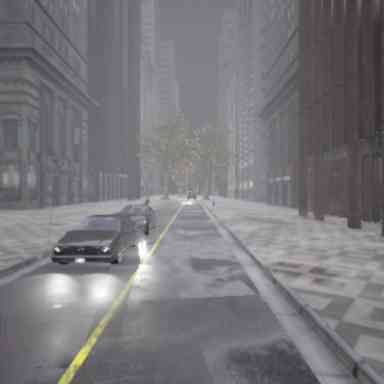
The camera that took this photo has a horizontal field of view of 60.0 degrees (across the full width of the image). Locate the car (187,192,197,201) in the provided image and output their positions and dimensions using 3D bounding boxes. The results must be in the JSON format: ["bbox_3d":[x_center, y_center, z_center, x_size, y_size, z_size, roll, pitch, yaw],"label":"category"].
[{"bbox_3d":[0.001,0.972,78.810,2.150,2.045,5.566,0,0,0],"label":"car"}]

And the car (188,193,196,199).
[{"bbox_3d":[0.001,1.119,89.200,1.837,1.490,4.892,0,0,0],"label":"car"}]

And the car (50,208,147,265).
[{"bbox_3d":[-3.092,1.507,11.868,2.033,1.411,5.357,0,0,0],"label":"car"}]

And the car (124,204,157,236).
[{"bbox_3d":[-3.000,1.429,18.169,2.128,1.511,4.902,0,0,0],"label":"car"}]
